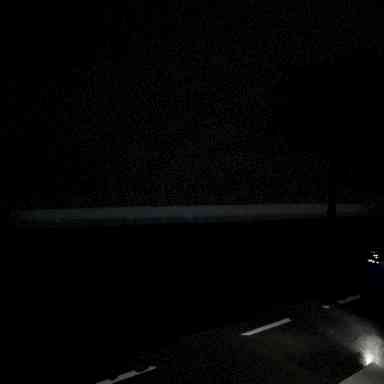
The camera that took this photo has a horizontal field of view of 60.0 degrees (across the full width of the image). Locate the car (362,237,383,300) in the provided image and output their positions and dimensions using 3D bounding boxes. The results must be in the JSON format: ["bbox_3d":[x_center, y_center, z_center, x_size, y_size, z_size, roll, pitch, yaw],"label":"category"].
[{"bbox_3d":[5.996,1.234,7.230,5.566,2.045,2.150,0,0,-36],"label":"car"}]
